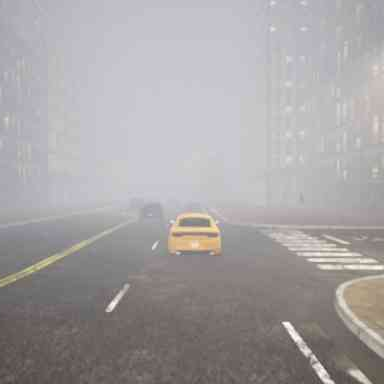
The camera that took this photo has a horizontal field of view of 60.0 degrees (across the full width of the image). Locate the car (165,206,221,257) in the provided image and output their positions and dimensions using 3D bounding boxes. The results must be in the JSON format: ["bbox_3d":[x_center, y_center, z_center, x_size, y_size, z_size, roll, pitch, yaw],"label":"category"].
[{"bbox_3d":[0.105,1.613,13.768,1.882,1.535,5.008,1,1,0],"label":"car"}]

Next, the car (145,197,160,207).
[{"bbox_3d":[-6.538,1.660,55.369,1.882,1.535,5.008,0,0,1],"label":"car"}]

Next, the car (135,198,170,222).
[{"bbox_3d":[-3.150,1.567,27.611,1.882,1.535,5.008,0,0,0],"label":"car"}]

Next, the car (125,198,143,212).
[{"bbox_3d":[-6.576,1.483,39.801,2.097,1.767,4.553,0,0,0],"label":"car"}]

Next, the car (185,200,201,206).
[{"bbox_3d":[0.103,1.702,41.929,1.994,1.385,4.181,0,0,0],"label":"car"}]

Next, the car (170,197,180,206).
[{"bbox_3d":[-3.144,1.676,60.175,1.882,1.535,5.008,0,0,0],"label":"car"}]
